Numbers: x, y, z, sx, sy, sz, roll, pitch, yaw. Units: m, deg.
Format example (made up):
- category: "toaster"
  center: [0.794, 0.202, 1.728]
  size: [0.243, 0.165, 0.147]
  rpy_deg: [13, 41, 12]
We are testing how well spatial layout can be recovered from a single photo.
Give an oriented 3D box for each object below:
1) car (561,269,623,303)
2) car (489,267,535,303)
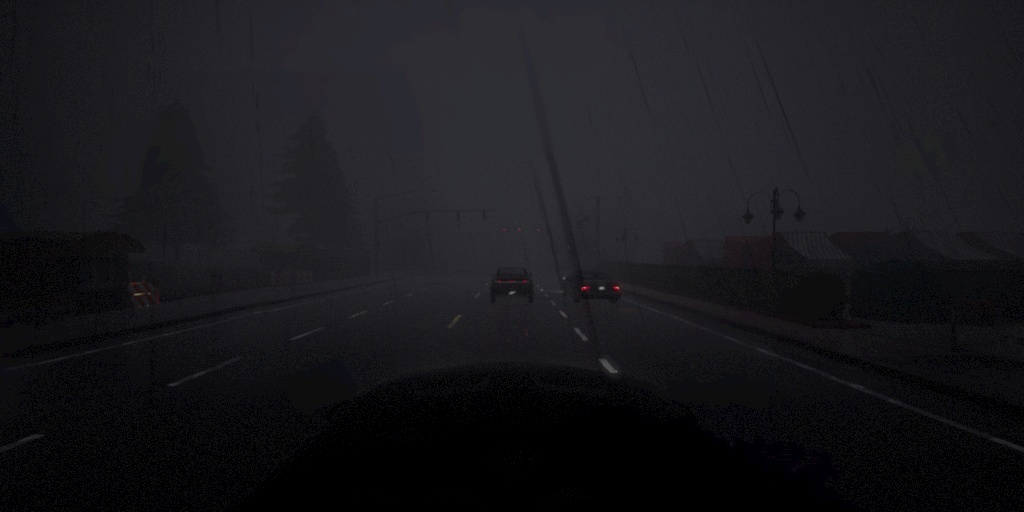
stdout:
- category: "car"
  center: [3.500, 1.310, 16.500]
  size: [2.033, 1.411, 5.357]
  rpy_deg: [0, 0, 0]
- category: "car"
  center: [0.000, 1.242, 16.500]
  size: [2.128, 1.511, 4.902]
  rpy_deg: [0, 0, 0]
